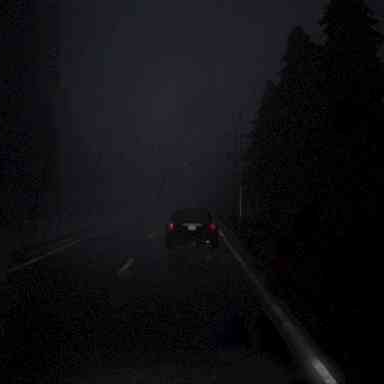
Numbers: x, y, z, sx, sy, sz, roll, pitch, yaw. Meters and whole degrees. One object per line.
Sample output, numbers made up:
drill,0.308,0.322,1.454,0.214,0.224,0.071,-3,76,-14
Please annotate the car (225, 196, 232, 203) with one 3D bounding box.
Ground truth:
car,8.847,1.142,62.404,4.605,1.855,1.932,0,0,-1

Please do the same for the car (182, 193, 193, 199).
car,-0.745,1.465,83.714,1.895,1.301,4.718,0,0,-4

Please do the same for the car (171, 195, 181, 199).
car,-4.486,1.488,87.420,1.812,1.442,4.674,0,0,-4

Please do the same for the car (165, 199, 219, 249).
car,0.000,1.364,14.620,2.097,1.767,4.553,0,0,0

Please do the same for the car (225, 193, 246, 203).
car,8.432,1.144,64.914,3.866,1.878,1.905,0,0,-1
